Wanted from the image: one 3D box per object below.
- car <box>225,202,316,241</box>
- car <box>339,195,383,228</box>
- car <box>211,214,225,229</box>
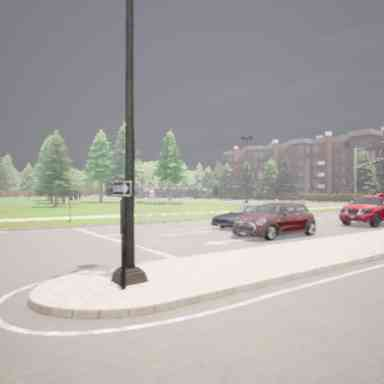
[{"bbox_3d":[4.206,1.346,16.809,4.553,1.767,2.097,0,0,-35],"label":"car"},{"bbox_3d":[12.364,1.210,22.605,5.566,2.045,2.150,0,0,-35],"label":"car"},{"bbox_3d":[3.735,1.540,20.777,5.357,1.411,2.033,0,0,-35],"label":"car"}]
